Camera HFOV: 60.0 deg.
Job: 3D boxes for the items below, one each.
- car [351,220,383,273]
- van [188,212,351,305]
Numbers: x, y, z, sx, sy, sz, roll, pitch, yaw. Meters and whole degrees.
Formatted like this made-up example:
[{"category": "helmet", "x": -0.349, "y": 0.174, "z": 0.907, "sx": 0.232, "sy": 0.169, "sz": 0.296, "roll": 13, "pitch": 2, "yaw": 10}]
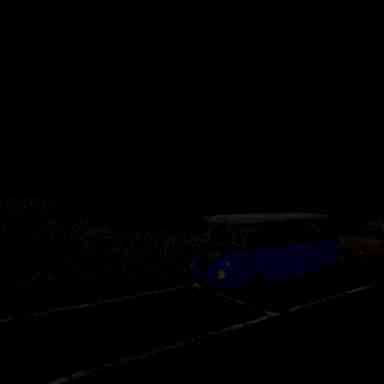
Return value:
[{"category": "car", "x": 6.244, "y": 1.633, "z": 11.098, "sx": 4.829, "sy": 1.417, "sz": 1.752, "roll": 1, "pitch": 0, "yaw": -35}, {"category": "van", "x": 1.824, "y": 1.397, "z": 7.945, "sx": 3.998, "sy": 1.788, "sz": 1.690, "roll": 1, "pitch": 0, "yaw": -35}]
